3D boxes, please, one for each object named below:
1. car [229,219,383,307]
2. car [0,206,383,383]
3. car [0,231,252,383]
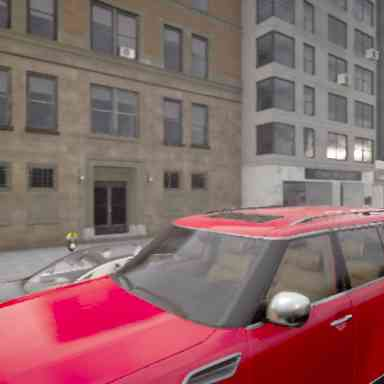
[{"bbox_3d":[3.269,1.539,8.517,4.507,1.381,1.887,0,0,-35],"label":"car"},{"bbox_3d":[0.671,1.220,3.545,5.566,2.045,2.150,0,0,-35],"label":"car"},{"bbox_3d":[-1.357,1.549,5.219,4.403,1.369,2.008,0,0,-35],"label":"car"}]
